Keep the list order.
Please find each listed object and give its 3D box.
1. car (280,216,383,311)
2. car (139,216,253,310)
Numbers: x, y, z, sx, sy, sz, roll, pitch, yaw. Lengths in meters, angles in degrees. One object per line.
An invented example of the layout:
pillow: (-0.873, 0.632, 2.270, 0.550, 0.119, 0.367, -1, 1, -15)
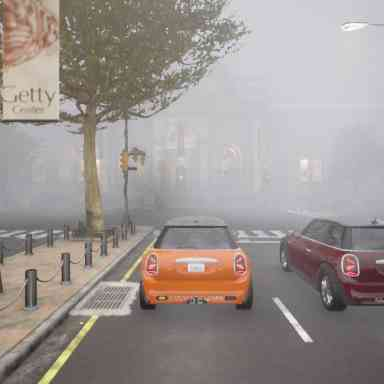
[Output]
car: (3.586, 1.352, 7.900, 2.097, 1.767, 4.553, 0, 0, 0)
car: (0.086, 1.352, 7.998, 2.097, 1.767, 4.553, 0, 0, 0)
